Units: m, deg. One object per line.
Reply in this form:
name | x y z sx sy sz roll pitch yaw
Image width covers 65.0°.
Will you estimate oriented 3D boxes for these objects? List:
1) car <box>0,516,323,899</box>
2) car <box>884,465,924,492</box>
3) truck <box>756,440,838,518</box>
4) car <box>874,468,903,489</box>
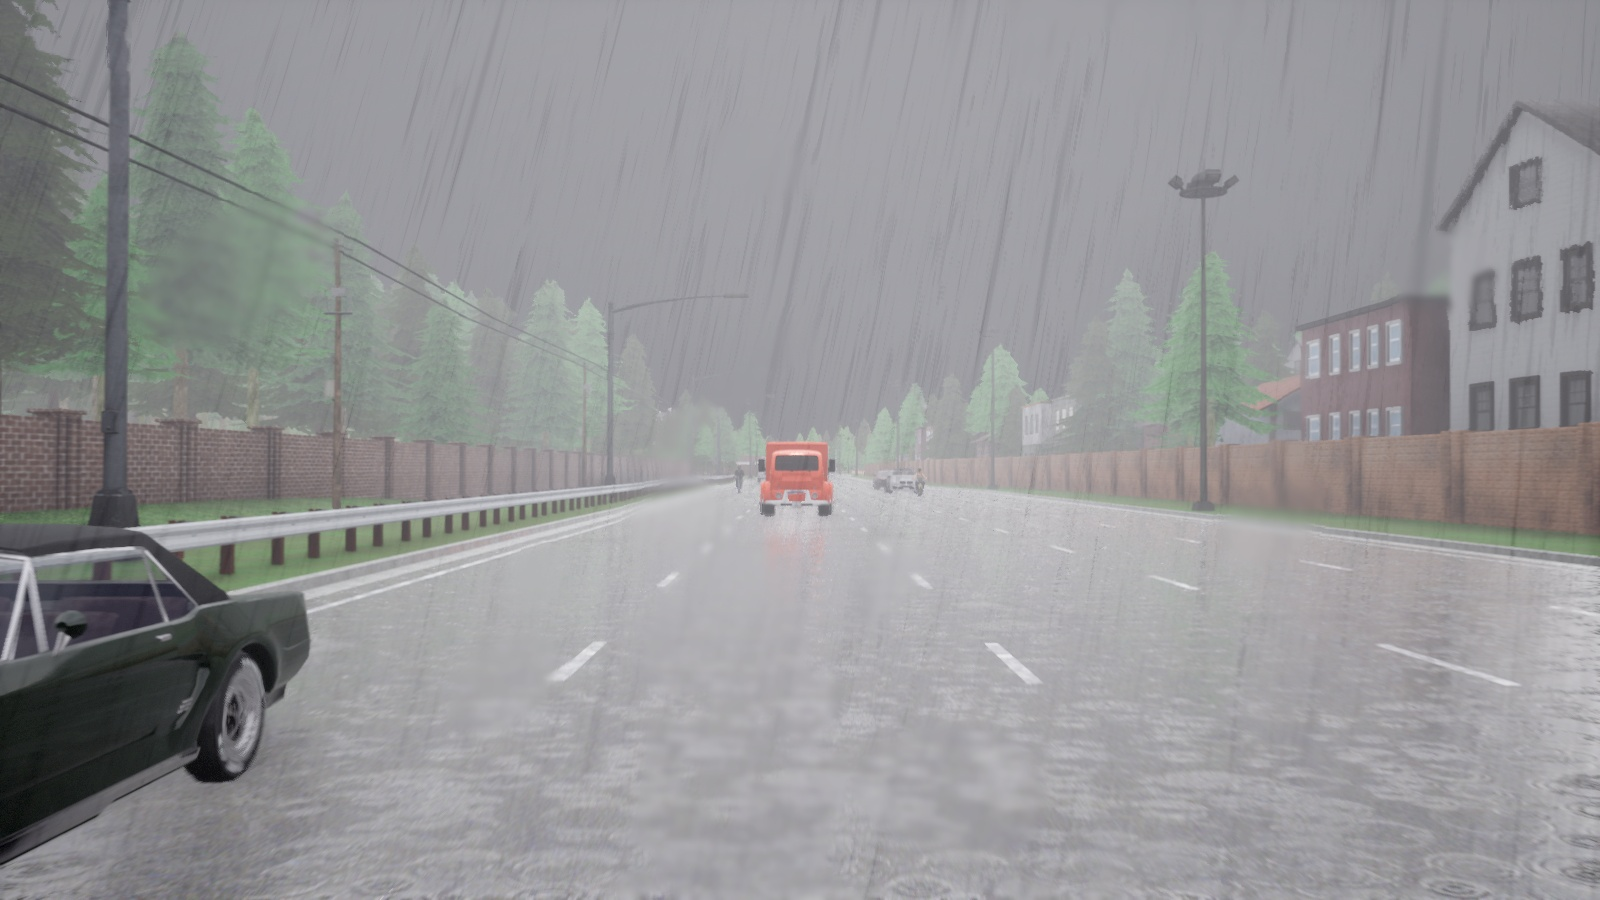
car | -3.622 0.998 4.866 1.895 1.301 4.718 0 -1 -2
car | 6.802 1.851 82.546 2.242 1.667 4.611 0 -1 0
truck | -0.104 0.955 42.568 2.627 2.467 5.204 0 -1 0
car | 6.767 2.194 96.688 1.882 1.535 5.008 0 -1 0
